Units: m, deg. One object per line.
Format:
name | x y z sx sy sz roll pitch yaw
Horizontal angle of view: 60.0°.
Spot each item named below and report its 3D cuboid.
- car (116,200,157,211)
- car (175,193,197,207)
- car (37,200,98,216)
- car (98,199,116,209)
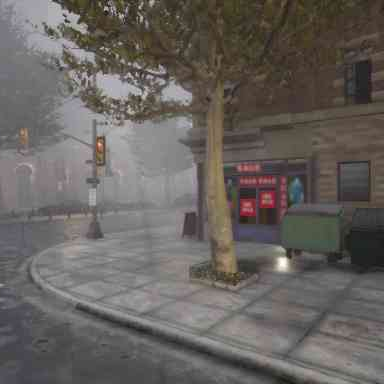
car | -6.600 1.601 41.234 1.895 1.301 4.718 0 0 36
car | -0.258 1.221 49.902 2.150 2.045 5.566 0 0 36
car | -12.499 1.547 33.152 2.033 1.411 5.357 0 0 36
car | -11.998 1.595 45.119 1.895 1.301 4.718 0 0 36
